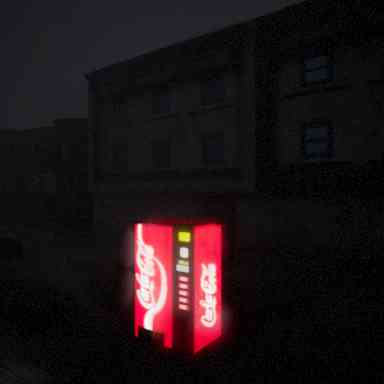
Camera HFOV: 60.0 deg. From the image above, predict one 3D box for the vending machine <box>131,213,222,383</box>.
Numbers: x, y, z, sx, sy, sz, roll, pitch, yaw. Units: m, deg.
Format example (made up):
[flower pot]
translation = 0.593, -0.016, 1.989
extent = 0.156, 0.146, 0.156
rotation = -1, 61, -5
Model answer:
[vending machine]
translation = -0.204, 1.415, 4.998
extent = 0.880, 2.100, 1.100
rotation = 0, 0, 36
